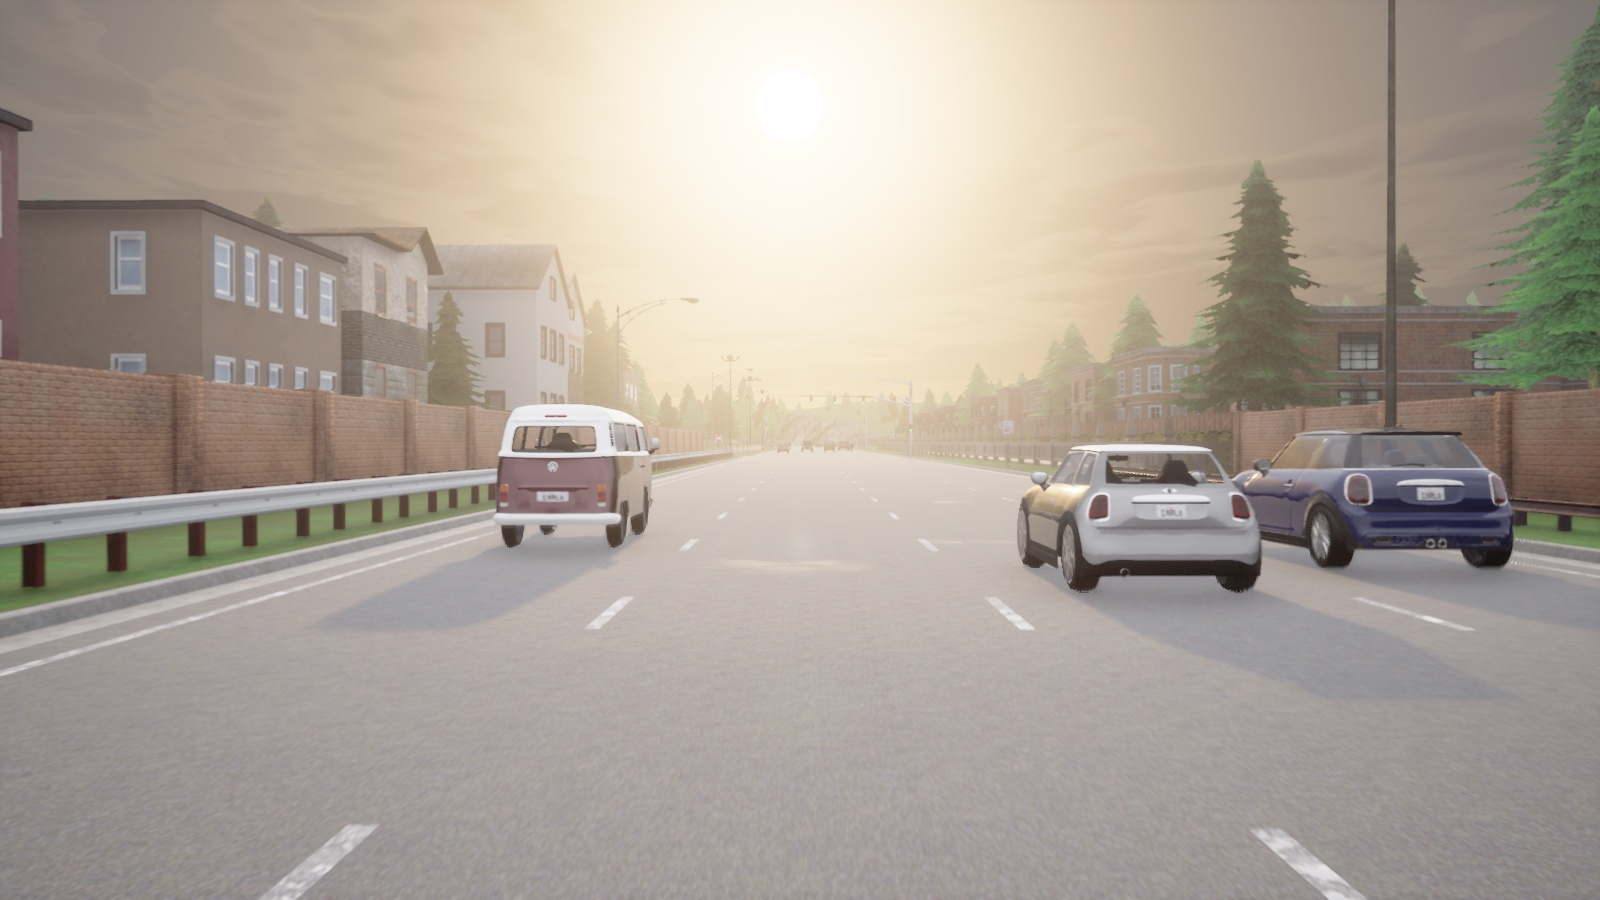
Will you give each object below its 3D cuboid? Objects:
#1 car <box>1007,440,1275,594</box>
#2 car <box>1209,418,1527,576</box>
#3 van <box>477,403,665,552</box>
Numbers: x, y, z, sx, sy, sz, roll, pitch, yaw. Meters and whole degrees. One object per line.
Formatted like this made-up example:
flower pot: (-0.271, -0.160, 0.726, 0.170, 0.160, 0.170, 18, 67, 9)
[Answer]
car: (3.595, 0.636, 14.004, 1.970, 1.475, 3.806, 0, 0, 0)
car: (7.109, 0.518, 16.360, 2.097, 1.767, 4.553, 0, 0, 0)
van: (-3.374, 0.358, 19.436, 2.069, 2.038, 4.480, 0, 0, 0)
